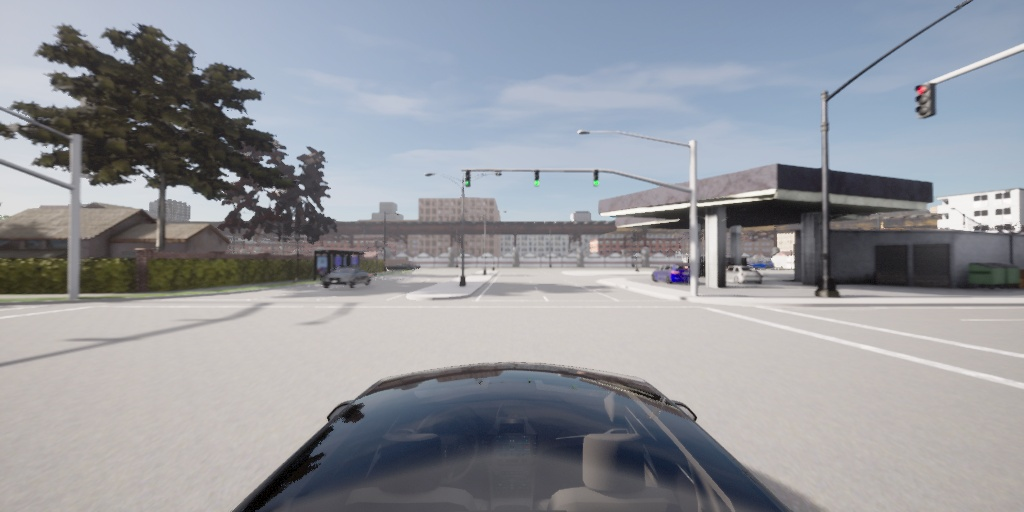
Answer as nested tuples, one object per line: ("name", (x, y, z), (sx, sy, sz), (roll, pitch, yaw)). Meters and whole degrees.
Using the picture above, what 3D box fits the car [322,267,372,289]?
("car", (-11.497, 1.476, 25.207), (1.994, 1.385, 4.181), (0, -1, 0))
